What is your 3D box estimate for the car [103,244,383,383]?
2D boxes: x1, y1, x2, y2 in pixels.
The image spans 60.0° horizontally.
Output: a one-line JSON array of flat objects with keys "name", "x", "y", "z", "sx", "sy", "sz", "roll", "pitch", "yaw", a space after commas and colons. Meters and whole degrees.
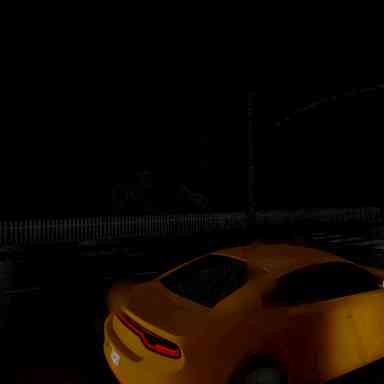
[{"name": "car", "x": 1.377, "y": 1.478, "z": 4.560, "sx": 5.008, "sy": 1.535, "sz": 1.882, "roll": 0, "pitch": 0, "yaw": -30}]
